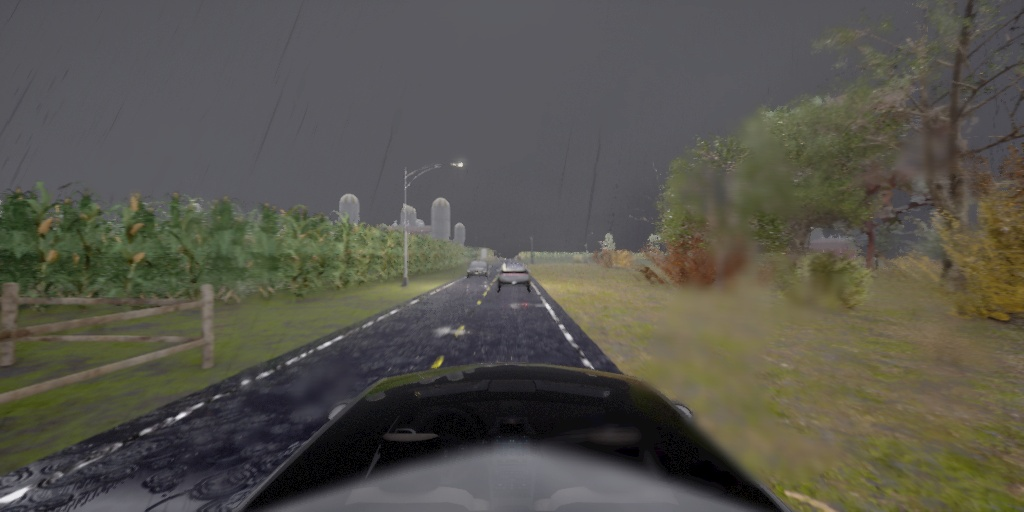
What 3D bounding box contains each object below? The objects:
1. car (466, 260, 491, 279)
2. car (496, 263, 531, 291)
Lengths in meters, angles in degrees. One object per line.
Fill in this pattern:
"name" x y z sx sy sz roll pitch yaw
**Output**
"car" -2.833 1.132 31.221 1.837 1.490 4.892 0 0 0
"car" 0.101 1.160 20.862 2.128 1.511 4.902 0 0 0
